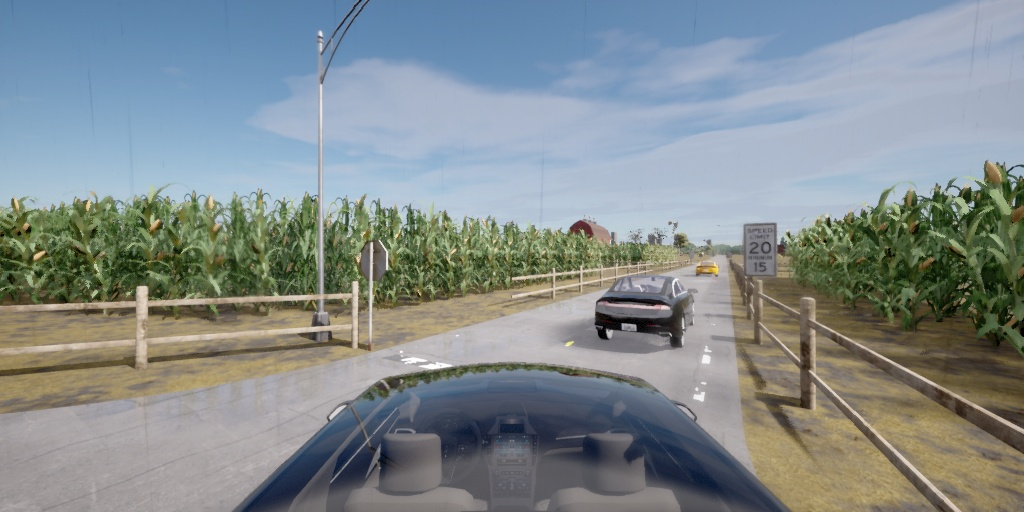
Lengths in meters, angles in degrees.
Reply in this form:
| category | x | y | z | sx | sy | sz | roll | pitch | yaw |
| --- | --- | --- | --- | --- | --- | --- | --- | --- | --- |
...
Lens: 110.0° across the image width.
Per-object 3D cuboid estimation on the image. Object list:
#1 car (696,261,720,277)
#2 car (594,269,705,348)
| category | x | y | z | sx | sy | sz | roll | pitch | yaw |
| --- | --- | --- | --- | --- | --- | --- | --- | --- | --- |
| car | 19.732 | 1.244 | 36.181 | 1.882 | 1.535 | 5.008 | 0 | 0 | 31 |
| car | 3.638 | 1.244 | 9.410 | 2.128 | 1.511 | 4.902 | 0 | 0 | 31 |
